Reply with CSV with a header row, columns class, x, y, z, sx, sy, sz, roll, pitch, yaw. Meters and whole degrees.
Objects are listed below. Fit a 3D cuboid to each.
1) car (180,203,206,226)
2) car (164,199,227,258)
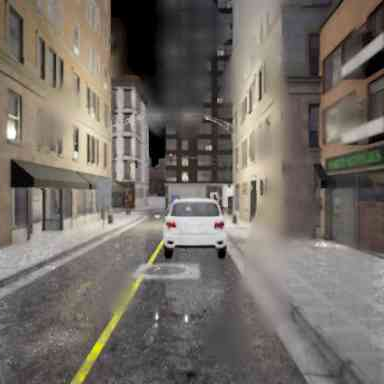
class,x,y,z,sx,sy,sz,roll,pitch,yaw
car,0.100,1.673,25.610,1.812,1.442,4.674,0,0,0
car,0.108,1.290,13.249,2.150,2.045,5.566,0,-1,0
